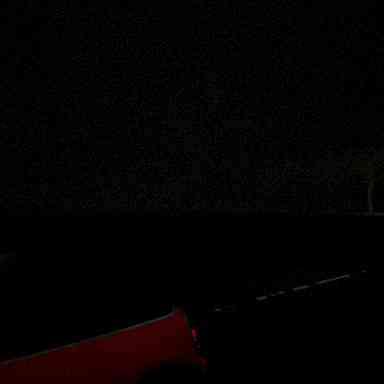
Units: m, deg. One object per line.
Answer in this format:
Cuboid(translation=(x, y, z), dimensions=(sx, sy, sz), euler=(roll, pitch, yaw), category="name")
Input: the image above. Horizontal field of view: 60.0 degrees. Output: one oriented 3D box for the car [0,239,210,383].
Cuboid(translation=(-2.123, 1.353, 2.491), dimensions=(4.553, 1.767, 2.097), euler=(0, 0, -36), category="car")
